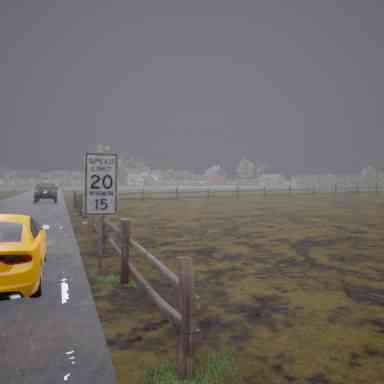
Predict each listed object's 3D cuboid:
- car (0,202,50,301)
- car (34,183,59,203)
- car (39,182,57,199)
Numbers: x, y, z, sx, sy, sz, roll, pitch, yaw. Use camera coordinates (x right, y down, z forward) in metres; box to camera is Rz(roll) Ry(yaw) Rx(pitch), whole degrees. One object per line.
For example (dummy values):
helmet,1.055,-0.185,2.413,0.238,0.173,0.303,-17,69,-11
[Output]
car,-4.363,1.231,7.527,1.882,1.535,5.008,0,2,-22
car,-15.424,0.054,35.221,2.150,2.045,5.566,0,2,-21
car,-19.336,-0.256,44.862,2.150,2.045,5.566,0,2,-22
